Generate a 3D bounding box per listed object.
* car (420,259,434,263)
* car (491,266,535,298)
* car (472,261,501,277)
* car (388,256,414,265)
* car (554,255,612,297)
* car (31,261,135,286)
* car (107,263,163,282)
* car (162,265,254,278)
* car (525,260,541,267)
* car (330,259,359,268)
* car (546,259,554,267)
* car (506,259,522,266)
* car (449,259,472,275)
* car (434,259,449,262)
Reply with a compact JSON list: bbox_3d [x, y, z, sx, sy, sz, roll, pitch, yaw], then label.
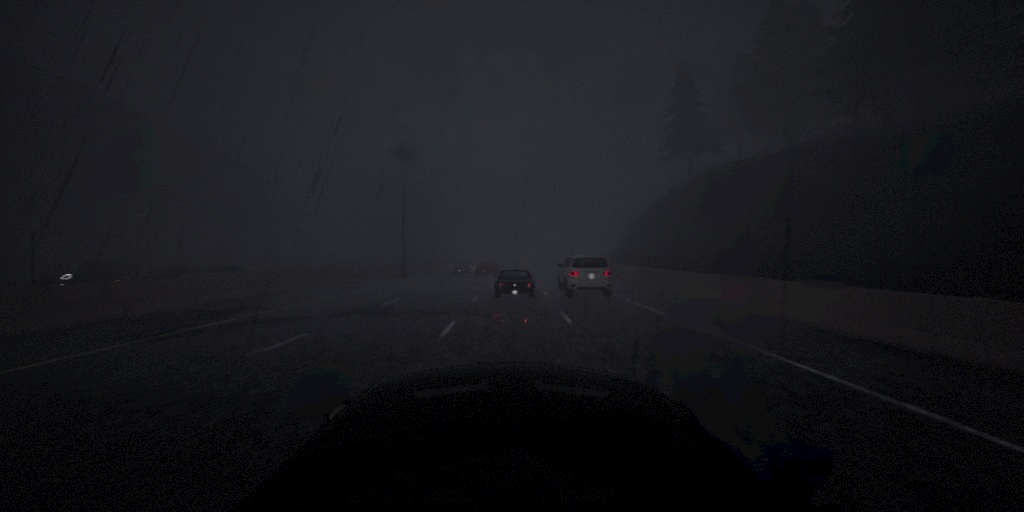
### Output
[{"bbox_3d":[-14.675,1.311,63.522,2.033,1.411,5.357,0,0,15],"label":"car"},{"bbox_3d":[0.176,1.350,18.477,1.895,1.301,4.718,0,0,1],"label":"car"},{"bbox_3d":[-2.196,1.226,35.066,1.882,1.535,5.008,0,0,7],"label":"car"},{"bbox_3d":[-18.851,0.974,61.228,2.150,2.045,5.566,0,0,14],"label":"car"},{"bbox_3d":[3.718,0.972,19.022,2.150,2.045,5.566,0,0,2],"label":"car"},{"bbox_3d":[-24.399,1.100,20.956,2.097,1.767,4.553,0,0,2],"label":"car"},{"bbox_3d":[-20.888,1.297,22.228,2.033,1.411,5.357,0,0,2],"label":"car"},{"bbox_3d":[-17.397,1.275,21.271,1.812,1.442,4.674,0,0,2],"label":"car"},{"bbox_3d":[3.844,1.348,64.911,1.895,1.301,4.718,0,0,18],"label":"car"},{"bbox_3d":[-24.390,1.252,52.413,1.837,1.490,4.892,0,0,11],"label":"car"},{"bbox_3d":[7.424,1.295,64.664,2.033,1.411,5.357,0,0,18],"label":"car"},{"bbox_3d":[0.376,1.225,64.884,1.882,1.535,5.008,0,0,17],"label":"car"},{"bbox_3d":[-5.123,1.274,39.554,1.812,1.442,4.674,0,0,8],"label":"car"},{"bbox_3d":[-11.211,1.262,62.903,1.837,1.490,4.892,0,1,15],"label":"car"}]
